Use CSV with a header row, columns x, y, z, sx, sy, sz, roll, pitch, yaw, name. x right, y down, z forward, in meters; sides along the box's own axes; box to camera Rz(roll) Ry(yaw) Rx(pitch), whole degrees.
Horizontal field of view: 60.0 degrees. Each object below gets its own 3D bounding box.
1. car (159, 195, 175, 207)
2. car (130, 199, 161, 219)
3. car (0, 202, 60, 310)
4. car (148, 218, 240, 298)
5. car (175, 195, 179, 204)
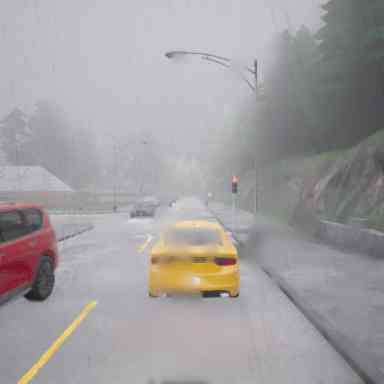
x,y,z,sx,sy,sz,roll,pitch,yaw,name
-4.076,1.352,49.535,2.097,1.767,4.553,0,0,0,car
-4.089,1.564,28.728,1.994,1.385,4.181,0,0,0,car
-4.097,1.221,5.388,2.150,2.045,5.566,0,0,0,car
0.056,1.478,8.569,1.882,1.535,5.008,0,0,1,car
-4.018,1.564,64.149,1.994,1.385,4.181,0,0,1,car
